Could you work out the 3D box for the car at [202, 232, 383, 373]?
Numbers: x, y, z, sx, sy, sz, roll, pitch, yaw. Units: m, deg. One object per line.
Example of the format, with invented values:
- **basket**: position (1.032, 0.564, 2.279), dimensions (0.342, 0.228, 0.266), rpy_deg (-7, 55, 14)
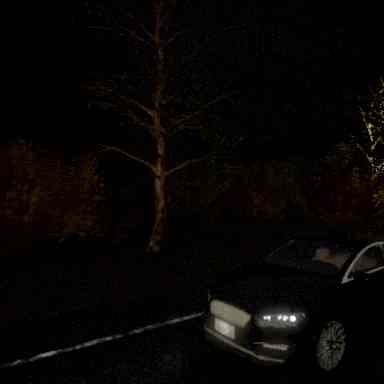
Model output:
- **car**: position (2.411, 1.493, 5.717), dimensions (4.902, 1.511, 2.128), rpy_deg (0, 0, -36)
